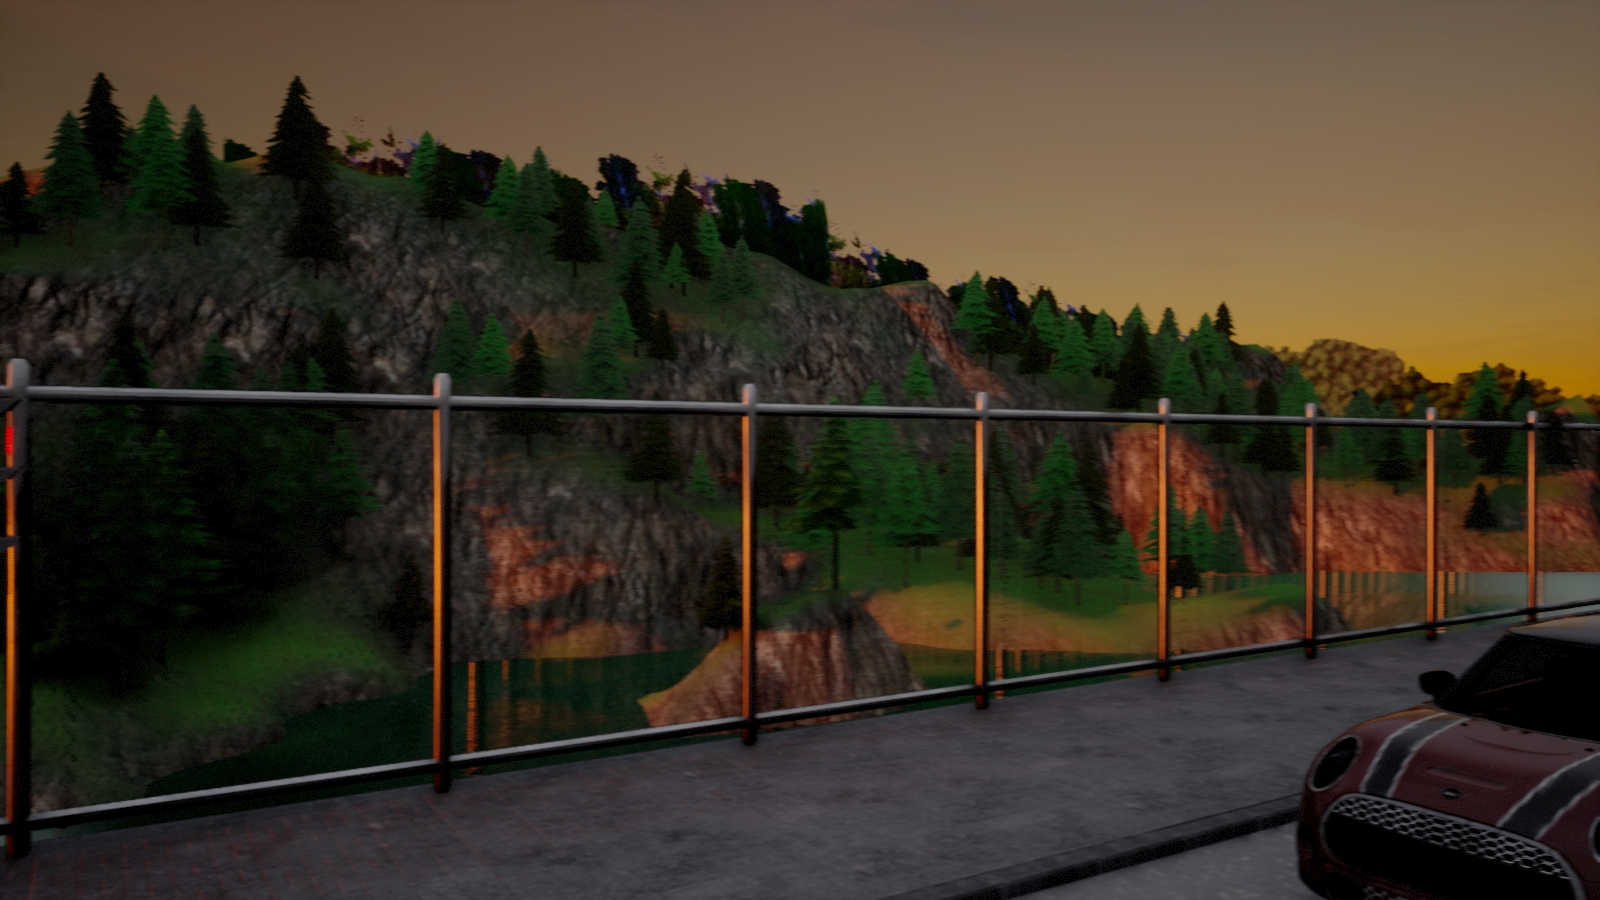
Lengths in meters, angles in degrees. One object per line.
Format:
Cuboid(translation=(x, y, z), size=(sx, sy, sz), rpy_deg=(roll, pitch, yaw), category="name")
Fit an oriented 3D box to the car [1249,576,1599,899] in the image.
Cuboid(translation=(5.209, 1.903, 7.214), size=(4.553, 1.767, 2.097), rpy_deg=(0, 0, -32), category="car")
